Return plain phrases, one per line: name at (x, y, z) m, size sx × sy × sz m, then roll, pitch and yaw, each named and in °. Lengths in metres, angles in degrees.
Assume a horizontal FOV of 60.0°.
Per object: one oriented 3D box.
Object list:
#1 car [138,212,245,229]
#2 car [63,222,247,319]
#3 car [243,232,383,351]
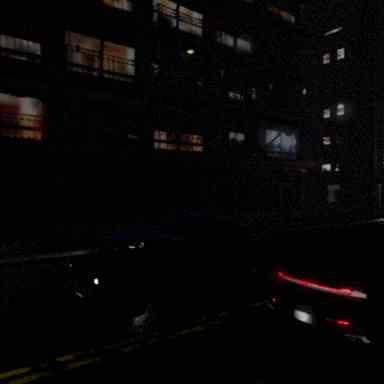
car at (-0.276, 1.485, 11.547) m, size 5.008 × 1.535 × 1.882 m, roll 0°, pitch 0°, yaw -36°
car at (-0.307, 1.605, 7.502) m, size 4.718 × 1.301 × 1.895 m, roll 0°, pitch 0°, yaw -36°
car at (3.481, 1.495, 5.998) m, size 4.902 × 1.511 × 2.128 m, roll 0°, pitch 0°, yaw -36°
